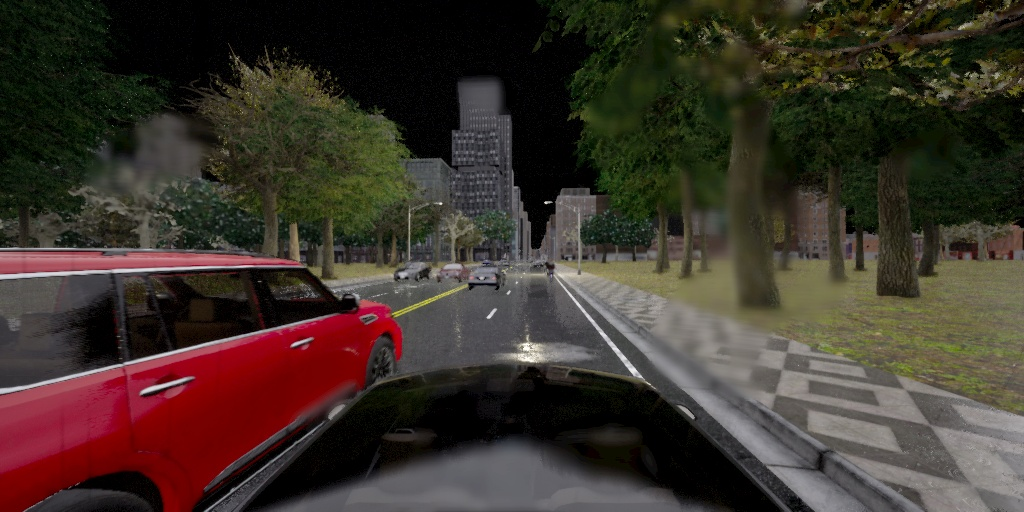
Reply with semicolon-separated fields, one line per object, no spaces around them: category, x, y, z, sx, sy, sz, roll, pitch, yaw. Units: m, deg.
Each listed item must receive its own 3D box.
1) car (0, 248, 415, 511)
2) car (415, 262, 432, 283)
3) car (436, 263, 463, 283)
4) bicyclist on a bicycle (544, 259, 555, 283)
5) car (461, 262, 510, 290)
car;-2.900;0.972;3.138;2.150;2.045;5.566;0;0;4
car;-7.777;1.255;28.510;2.128;1.511;4.902;0;0;4
car;-4.538;1.289;28.231;1.812;1.442;4.674;0;0;4
bicyclist on a bicycle;2.813;1.133;25.987;0.659;1.776;1.843;0;0;4
car;-1.492;1.305;22.542;2.033;1.411;5.357;0;0;4
